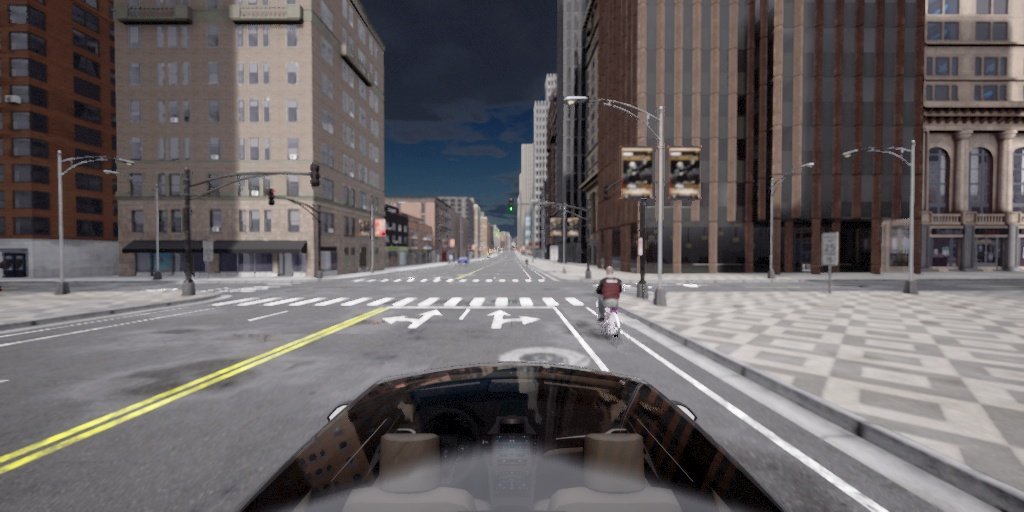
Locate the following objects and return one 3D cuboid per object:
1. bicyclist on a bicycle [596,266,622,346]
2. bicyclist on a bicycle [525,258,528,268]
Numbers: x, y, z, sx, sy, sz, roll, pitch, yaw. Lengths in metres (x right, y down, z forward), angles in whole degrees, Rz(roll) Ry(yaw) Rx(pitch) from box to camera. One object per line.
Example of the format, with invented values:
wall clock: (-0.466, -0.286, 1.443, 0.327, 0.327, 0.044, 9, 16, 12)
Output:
bicyclist on a bicycle: (2.257, 1.117, 8.474, 0.659, 1.776, 1.843, 0, 0, 0)
bicyclist on a bicycle: (2.315, 1.121, 56.539, 0.659, 1.776, 1.843, 0, 0, 0)
